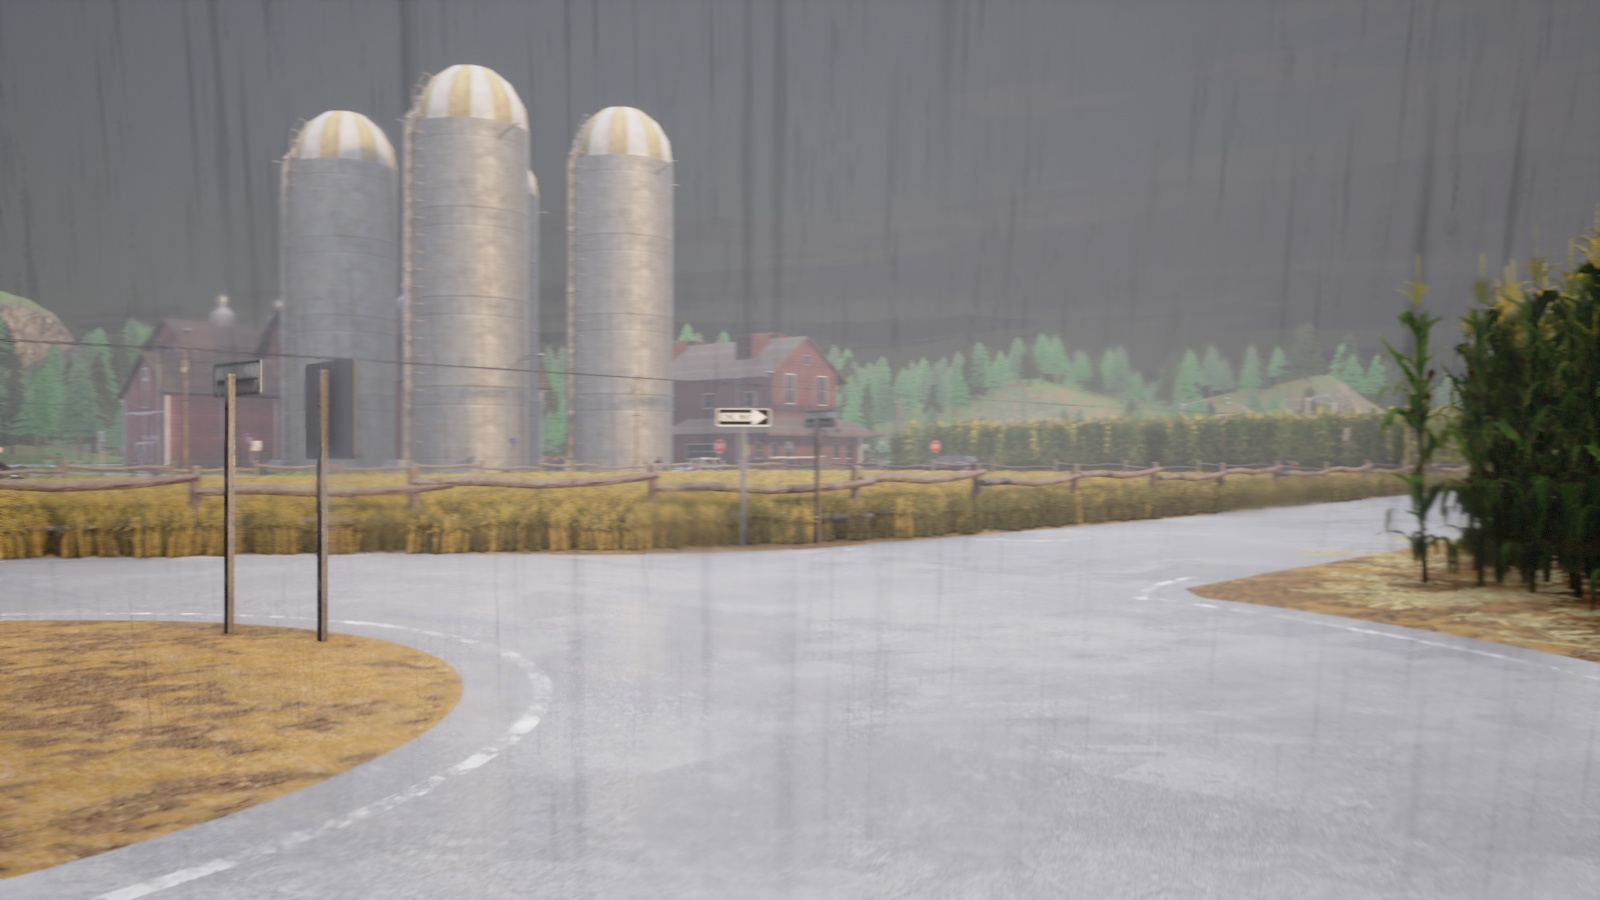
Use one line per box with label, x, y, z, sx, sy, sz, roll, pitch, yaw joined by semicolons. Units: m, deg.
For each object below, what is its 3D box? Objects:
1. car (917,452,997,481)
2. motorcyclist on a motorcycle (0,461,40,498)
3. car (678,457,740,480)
car;9.845;1.019;78.969;4.553;1.767;2.097;-1;0;42
motorcyclist on a motorcycle;-33.651;1.253;53.302;0.866;1.530;2.191;-1;0;42
car;-6.062;1.230;83.863;1.970;1.475;3.806;-1;0;42
